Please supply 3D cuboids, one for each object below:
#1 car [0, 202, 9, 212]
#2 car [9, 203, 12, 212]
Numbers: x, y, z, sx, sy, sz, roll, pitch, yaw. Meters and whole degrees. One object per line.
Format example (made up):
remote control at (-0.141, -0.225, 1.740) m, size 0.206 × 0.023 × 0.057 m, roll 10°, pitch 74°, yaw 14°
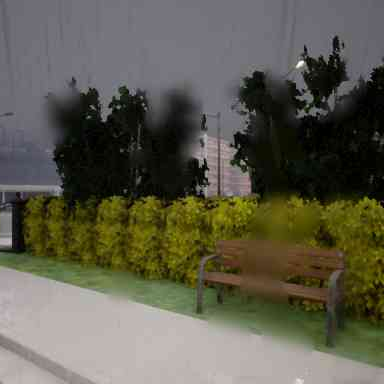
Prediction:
car at (-19.754, 1.520, 37.455) m, size 1.994 × 1.385 × 4.181 m, roll 0°, pitch 0°, yaw 35°
car at (-16.616, 1.480, 35.837) m, size 1.812 × 1.442 × 4.674 m, roll 0°, pitch 0°, yaw 35°
